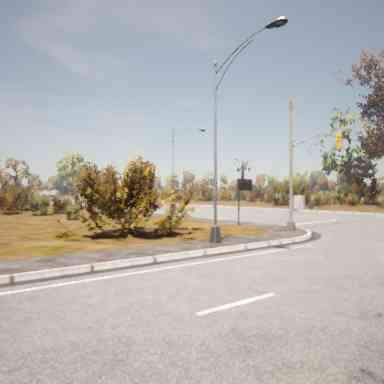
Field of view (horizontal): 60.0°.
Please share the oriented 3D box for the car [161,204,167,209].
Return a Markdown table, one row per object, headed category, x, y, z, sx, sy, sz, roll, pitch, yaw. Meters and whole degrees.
| category | x | y | z | sx | sy | sz | roll | pitch | yaw |
| --- | --- | --- | --- | --- | --- | --- | --- | --- | --- |
| car | -5.313 | 1.302 | 44.220 | 2.097 | 1.767 | 4.553 | 0 | 0 | -39 |
